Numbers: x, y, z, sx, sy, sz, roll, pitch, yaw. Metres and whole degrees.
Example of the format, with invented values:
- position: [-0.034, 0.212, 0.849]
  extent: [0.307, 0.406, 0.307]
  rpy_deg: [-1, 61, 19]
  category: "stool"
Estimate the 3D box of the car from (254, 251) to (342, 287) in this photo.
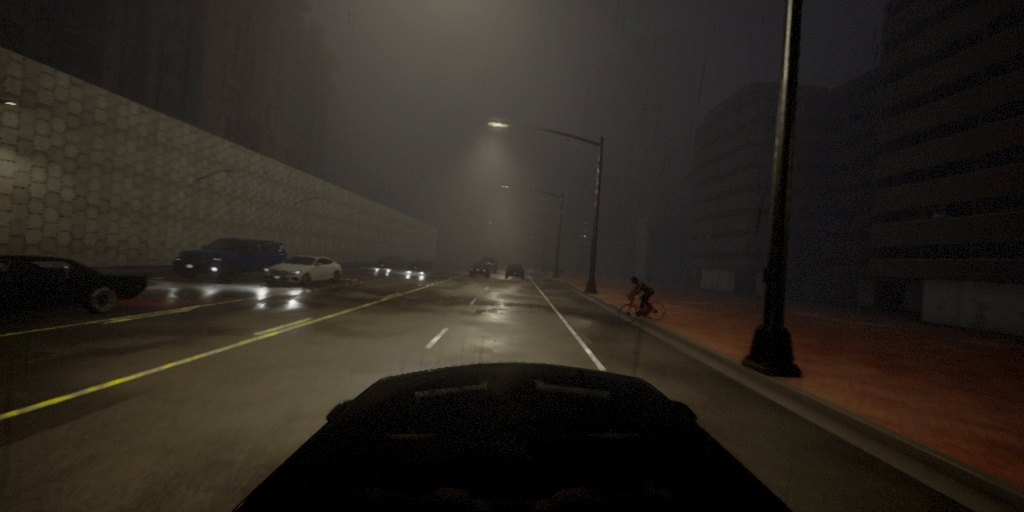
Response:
- position: [-10.447, 0.671, 18.344]
  extent: [1.812, 1.442, 4.674]
  rpy_deg: [4, 0, 1]
  category: "car"

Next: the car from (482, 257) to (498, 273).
- position: [-3.103, 1.163, 47.910]
  extent: [2.150, 2.045, 5.566]
  rpy_deg: [4, 0, 1]
  category: "car"

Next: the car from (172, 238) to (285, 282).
- position: [-13.925, 0.117, 18.311]
  extent: [2.150, 2.045, 5.566]
  rpy_deg: [4, -1, 1]
  category: "car"

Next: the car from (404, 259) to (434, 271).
- position: [-10.202, 0.962, 40.419]
  extent: [1.895, 1.301, 4.718]
  rpy_deg: [4, -1, 1]
  category: "car"

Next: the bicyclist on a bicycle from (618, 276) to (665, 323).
- position: [4.522, 1.530, 12.627]
  extent: [1.656, 1.620, 0.582]
  rpy_deg: [-5, -1, 0]
  category: "bicyclist on a bicycle"

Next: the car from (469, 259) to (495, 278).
- position: [-3.187, 1.376, 36.313]
  extent: [2.033, 1.411, 5.357]
  rpy_deg: [4, -1, 1]
  category: "car"

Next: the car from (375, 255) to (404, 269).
- position: [-13.683, 0.661, 40.740]
  extent: [2.033, 1.411, 5.357]
  rpy_deg: [4, -1, 1]
  category: "car"

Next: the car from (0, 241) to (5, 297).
- position: [-14.043, 0.287, 6.779]
  extent: [1.837, 1.490, 4.892]
  rpy_deg: [4, -1, 1]
  category: "car"

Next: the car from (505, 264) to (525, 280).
- position: [0.324, 1.568, 37.320]
  extent: [1.882, 1.535, 5.008]
  rpy_deg: [4, 0, 1]
  category: "car"

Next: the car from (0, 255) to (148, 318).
- position: [-10.567, 0.636, 7.181]
  extent: [1.895, 1.301, 4.718]
  rpy_deg: [4, -1, 1]
  category: "car"
